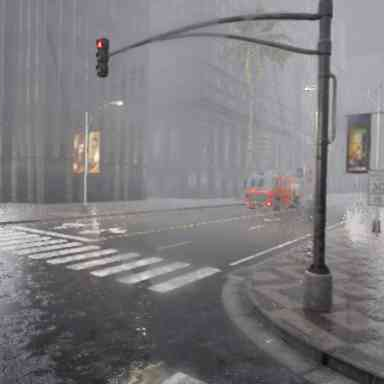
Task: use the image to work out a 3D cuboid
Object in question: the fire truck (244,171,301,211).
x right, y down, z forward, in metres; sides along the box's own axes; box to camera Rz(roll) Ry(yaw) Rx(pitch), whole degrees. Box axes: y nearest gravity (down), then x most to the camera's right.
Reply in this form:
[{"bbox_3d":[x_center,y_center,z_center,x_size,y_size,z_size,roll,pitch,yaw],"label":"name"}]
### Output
[{"bbox_3d":[8.437,-0.141,33.870,2.891,3.827,8.468,2,1,36],"label":"fire truck"}]
